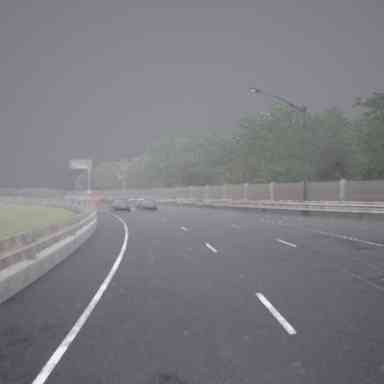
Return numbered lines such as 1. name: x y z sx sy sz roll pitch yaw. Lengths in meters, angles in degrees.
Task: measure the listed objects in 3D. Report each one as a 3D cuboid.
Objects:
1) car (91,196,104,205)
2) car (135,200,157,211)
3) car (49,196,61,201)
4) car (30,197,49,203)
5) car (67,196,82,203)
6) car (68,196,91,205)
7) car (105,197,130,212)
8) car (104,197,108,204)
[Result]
1. car: -19.599 1.550 65.126 2.097 1.767 4.553 0 0 -38
2. car: -5.974 1.648 42.700 1.994 1.385 4.181 0 0 -24
3. car: -32.779 1.804 78.968 4.892 1.490 1.837 0 0 40
4. car: -35.621 1.874 76.825 4.181 1.385 1.994 0 0 40
5. car: -28.794 1.757 81.479 1.882 1.535 5.008 0 0 -37
6. car: -20.652 1.680 60.764 1.882 1.535 5.008 0 0 -37
7. car: -8.918 1.666 40.750 1.994 1.385 4.181 0 0 -24
8. car: -17.845 1.732 68.596 2.033 1.411 5.357 0 0 -41
